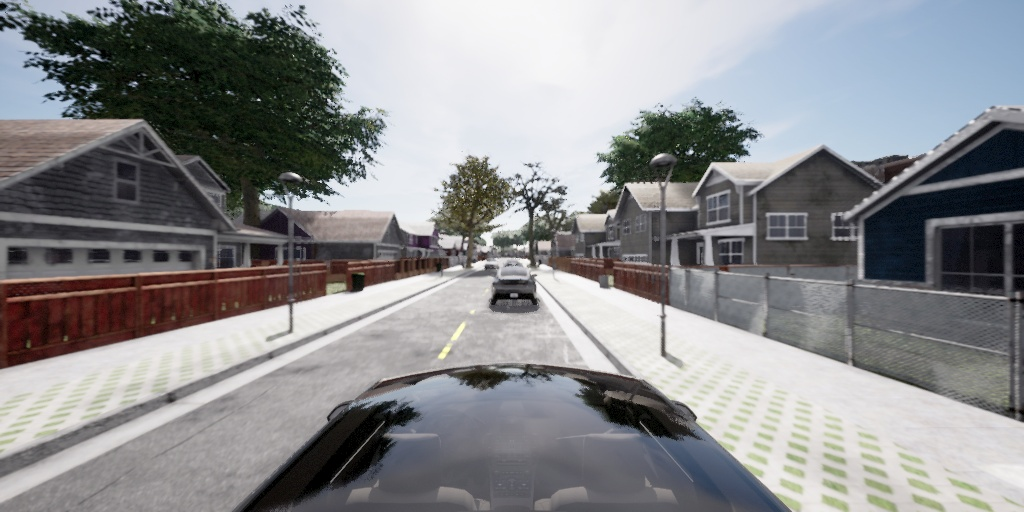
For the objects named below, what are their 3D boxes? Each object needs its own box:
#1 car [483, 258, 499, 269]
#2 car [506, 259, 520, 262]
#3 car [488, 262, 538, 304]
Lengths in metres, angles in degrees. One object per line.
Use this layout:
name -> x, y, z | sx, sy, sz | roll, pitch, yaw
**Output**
car -> -2.784, 1.031, 48.790 | 1.812, 1.442, 4.674 | 0, 0, 0
car -> 0.073, 1.080, 36.541 | 1.837, 1.490, 4.892 | 0, 0, 0
car -> 0.083, 1.193, 15.843 | 1.837, 1.490, 4.892 | 0, 1, 0
